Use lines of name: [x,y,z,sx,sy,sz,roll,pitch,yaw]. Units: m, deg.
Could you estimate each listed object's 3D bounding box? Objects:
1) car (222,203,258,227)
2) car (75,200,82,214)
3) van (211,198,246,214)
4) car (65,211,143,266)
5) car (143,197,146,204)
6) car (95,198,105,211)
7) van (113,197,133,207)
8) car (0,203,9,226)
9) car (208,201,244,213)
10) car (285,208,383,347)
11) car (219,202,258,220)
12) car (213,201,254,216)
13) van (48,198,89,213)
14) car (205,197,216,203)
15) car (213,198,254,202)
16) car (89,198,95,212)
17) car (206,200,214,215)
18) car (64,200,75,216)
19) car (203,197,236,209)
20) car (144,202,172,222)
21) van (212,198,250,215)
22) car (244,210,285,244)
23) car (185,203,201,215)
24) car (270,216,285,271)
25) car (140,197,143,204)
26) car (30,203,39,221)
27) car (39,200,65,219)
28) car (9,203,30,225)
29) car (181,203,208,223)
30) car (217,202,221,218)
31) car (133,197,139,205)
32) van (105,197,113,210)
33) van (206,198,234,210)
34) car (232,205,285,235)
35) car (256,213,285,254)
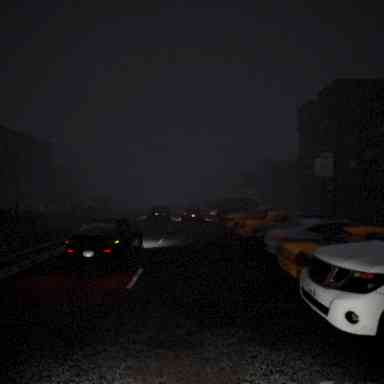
car: [4.714,1.688,21.890,5.008,1.535,2.097,0,-1,0]
car: [-15.793,2.017,38.677,4.674,1.452,2.002,0,-1,0]
van: [4.832,1.832,44.125,4.442,1.987,1.878,0,-1,0]
car: [-2.900,1.582,11.604,1.812,1.442,4.674,0,-1,0]
car: [-15.905,2.627,91.064,4.892,1.521,2.231,0,-1,0]
car: [-15.784,1.846,46.956,5.566,2.045,2.435,0,-1,0]
van: [-15.744,2.142,71.775,4.442,1.987,1.878,0,0,0]
car: [-15.792,1.450,22.136,5.566,2.045,2.435,0,-1,0]
car: [4.711,2.098,46.904,4.892,1.521,2.231,0,-1,0]
car: [4.681,1.239,5.355,5.566,2.045,2.435,0,0,0]
car: [4.716,1.741,24.793,4.892,1.521,2.231,0,-1,0]
car: [4.704,1.838,30.352,5.008,1.535,2.097,0,-1,0]
van: [-15.685,1.793,41.439,4.442,1.987,1.878,0,-1,0]
car: [4.679,1.722,38.573,5.566,2.045,2.435,0,-1,0]
car: [4.740,1.760,33.132,4.553,1.767,2.185,0,-1,0]
car: [-15.838,1.933,44.195,4.553,1.767,2.185,0,-1,0]
car: [4.524,1.927,35.786,5.366,1.575,1.946,0,-1,0]
car: [-15.976,1.931,35.921,5.366,1.575,1.946,0,-1,0]
car: [4.775,1.984,58.143,5.566,2.045,2.435,0,-1,0]
car: [-2.902,1.896,29.862,2.033,1.411,5.357,0,-1,0]
van: [4.827,1.793,41.471,4.442,1.987,1.878,0,-1,0]
car: [4.712,1.599,13.563,4.674,1.452,2.002,0,-1,0]
car: [0.105,2.126,43.070,1.994,1.385,4.181,0,-1,0]
car: [4.895,1.504,8.132,5.366,1.575,1.946,0,0,0]
car: [-15.893,2.534,85.553,5.008,1.535,2.097,0,-1,0]
car: [-15.743,1.670,27.648,4.553,1.767,2.185,0,-1,0]
car: [-15.971,1.886,33.161,5.366,1.575,1.946,0,-1,0]
car: [-15.741,1.497,24.893,5.566,2.045,2.435,0,-1,0]
car: [0.099,1.887,28.371,1.994,1.385,4.181,0,-1,0]
car: [4.738,1.819,27.572,4.792,1.488,2.163,0,-1,0]
car: [-15.842,2.172,77.286,5.566,2.045,2.435,0,-1,0]
van: [-15.945,1.976,55.230,4.442,1.987,1.878,0,-1,0]
van: [4.621,1.978,55.367,4.442,1.987,1.878,0,-1,0]
car: [4.895,1.594,16.334,5.366,1.575,1.946,0,-1,0]
car: [4.707,1.570,10.905,4.674,1.452,2.002,0,-1,0]
